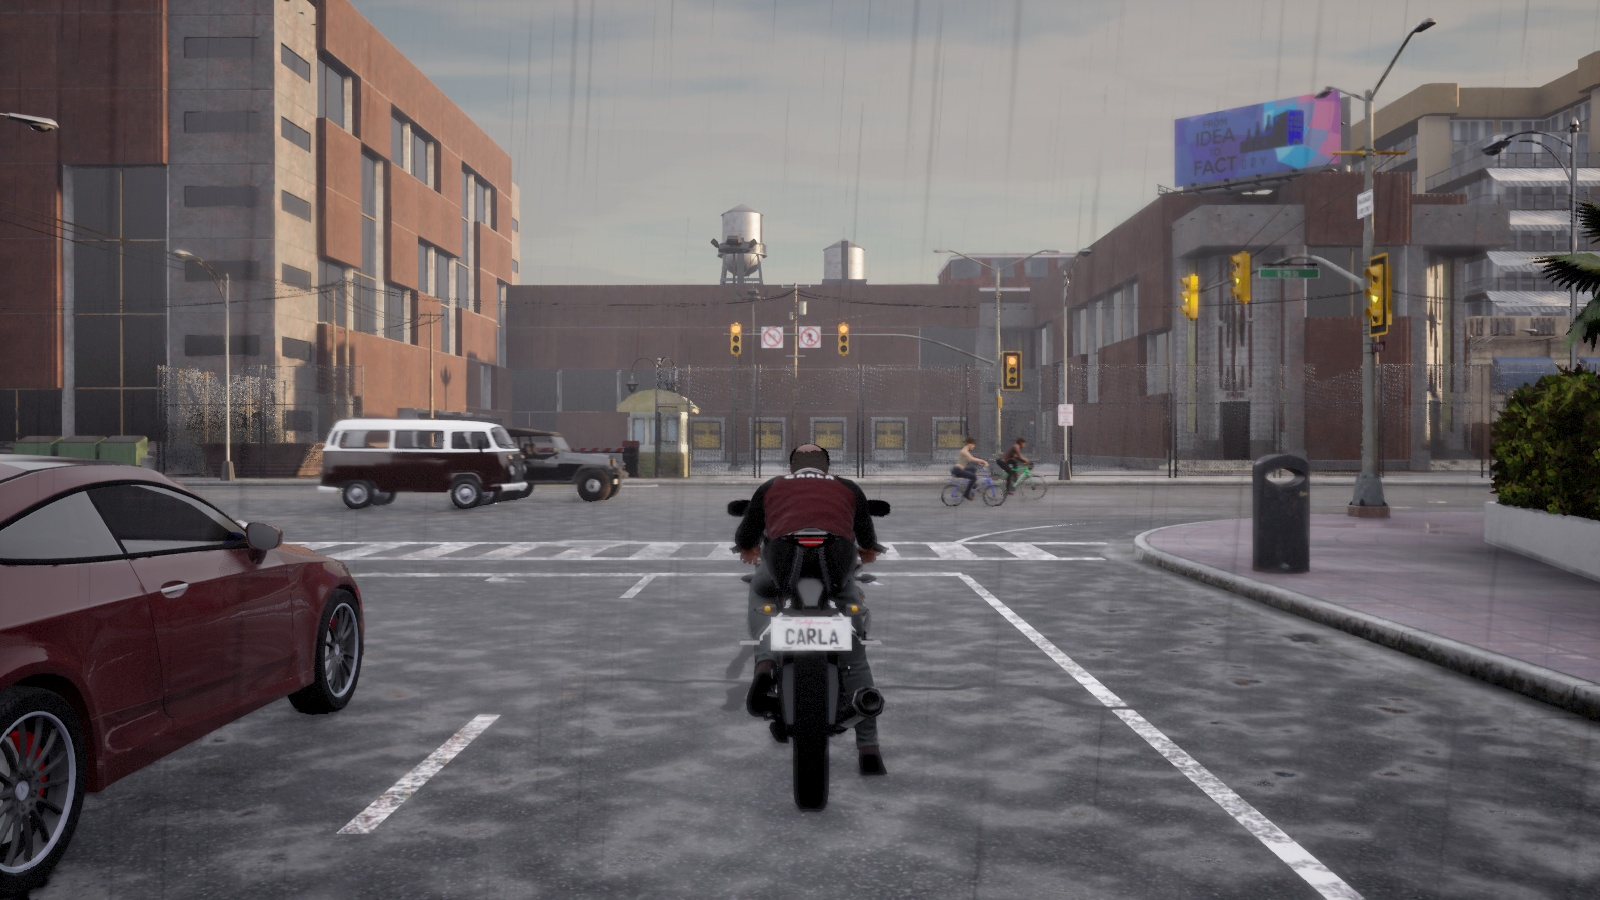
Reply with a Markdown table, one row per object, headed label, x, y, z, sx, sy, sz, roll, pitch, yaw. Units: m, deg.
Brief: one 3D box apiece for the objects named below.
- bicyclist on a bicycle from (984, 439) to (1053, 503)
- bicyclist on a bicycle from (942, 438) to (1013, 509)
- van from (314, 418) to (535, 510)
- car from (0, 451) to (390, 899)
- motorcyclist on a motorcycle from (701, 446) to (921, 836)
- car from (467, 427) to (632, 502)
| label | x | y | z | sx | sy | sz | roll | pitch | yaw |
| --- | --- | --- | --- | --- | --- | --- | --- | --- | --- |
| bicyclist on a bicycle | 5.605 | 0.521 | 32.300 | 1.656 | 1.620 | 0.582 | 0 | 0 | 1 |
| bicyclist on a bicycle | 4.058 | 0.524 | 28.816 | 1.509 | 1.612 | 0.866 | 0 | 0 | 0 |
| van | -8.586 | 0.299 | 28.990 | 4.480 | 2.038 | 2.069 | 0 | 0 | 1 |
| car | -3.445 | 0.739 | 5.441 | 1.812 | 1.442 | 4.674 | 0 | 0 | 0 |
| motorcyclist on a motorcycle | 0.045 | 0.747 | 6.037 | 0.866 | 1.530 | 2.191 | 0 | 0 | 0 |
| car | -6.405 | 0.354 | 32.462 | 3.866 | 1.878 | 1.905 | 0 | 0 | 1 |
